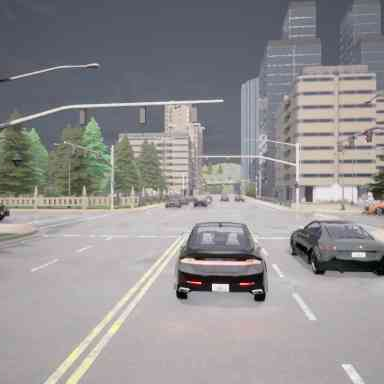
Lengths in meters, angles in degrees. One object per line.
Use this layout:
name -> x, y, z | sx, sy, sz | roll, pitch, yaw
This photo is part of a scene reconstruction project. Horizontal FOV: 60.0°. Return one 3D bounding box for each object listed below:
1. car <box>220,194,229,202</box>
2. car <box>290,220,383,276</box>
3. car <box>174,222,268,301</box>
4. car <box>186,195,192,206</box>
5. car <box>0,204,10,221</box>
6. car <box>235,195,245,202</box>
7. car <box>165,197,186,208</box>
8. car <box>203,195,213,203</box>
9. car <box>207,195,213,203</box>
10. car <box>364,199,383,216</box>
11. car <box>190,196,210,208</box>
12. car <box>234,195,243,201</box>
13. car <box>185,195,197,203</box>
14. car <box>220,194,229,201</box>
car -> 7.612, 1.549, 77.449 | 1.994, 1.385, 4.181 | 0, 0, 5
car -> 4.404, 1.564, 10.446 | 1.994, 1.385, 4.181 | 0, 0, 5
car -> 0.710, 1.492, 8.339 | 2.128, 1.511, 4.902 | 0, 0, 5
car -> -1.590, 1.547, 55.805 | 2.033, 1.411, 5.357 | 0, 0, 6
car -> -16.619, 1.221, 24.784 | 5.566, 2.045, 2.150 | 0, 0, 7
car -> 11.002, 1.591, 76.141 | 1.895, 1.301, 4.718 | 0, 0, 5
car -> -2.486, 1.564, 46.554 | 1.994, 1.385, 4.181 | 0, 0, 6
car -> 3.472, 1.500, 70.954 | 1.837, 1.490, 4.892 | 0, 0, 5
car -> 2.312, 1.601, 59.660 | 1.895, 1.301, 4.718 | 0, 0, 6
car -> 19.180, 1.352, 32.156 | 4.553, 1.767, 2.097 | 0, 0, 7
car -> 1.299, 1.601, 49.344 | 1.895, 1.301, 4.718 | 0, 0, 6
car -> 11.896, 1.537, 85.447 | 2.033, 1.411, 5.357 | 0, 0, 5
car -> -0.171, 1.478, 69.631 | 1.882, 1.535, 5.008 | 0, 0, 5
car -> 8.409, 1.353, 85.751 | 2.097, 1.767, 4.553 | 0, 0, 5
